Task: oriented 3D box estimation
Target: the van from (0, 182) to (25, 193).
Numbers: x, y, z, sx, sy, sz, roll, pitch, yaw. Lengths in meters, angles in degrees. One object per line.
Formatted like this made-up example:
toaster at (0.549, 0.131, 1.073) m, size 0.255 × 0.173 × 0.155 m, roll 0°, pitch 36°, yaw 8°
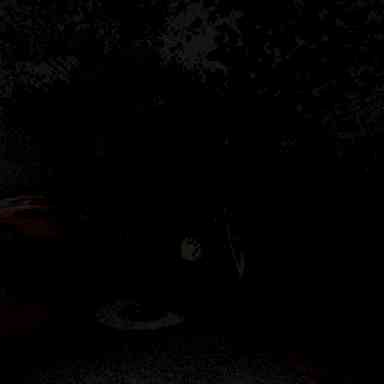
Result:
van at (-34.267, -0.847, 63.247) m, size 4.442 × 1.987 × 1.878 m, roll 1°, pitch 1°, yaw -30°

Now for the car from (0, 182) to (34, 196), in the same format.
car at (-27.435, -0.438, 51.059) m, size 5.566 × 2.045 × 2.435 m, roll 1°, pitch 1°, yaw -30°

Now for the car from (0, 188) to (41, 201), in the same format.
car at (-20.501, 0.284, 39.091) m, size 4.792 × 1.488 × 2.163 m, roll 1°, pitch 1°, yaw -30°

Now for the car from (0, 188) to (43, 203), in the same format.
car at (-19.187, 0.379, 36.804) m, size 4.792 × 1.488 × 2.163 m, roll 1°, pitch 2°, yaw -30°

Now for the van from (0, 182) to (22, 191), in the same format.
van at (-39.783, -1.194, 72.851) m, size 4.442 × 1.987 × 1.878 m, roll 1°, pitch 1°, yaw -30°

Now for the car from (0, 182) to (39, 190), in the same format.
car at (-14.982, 0.426, 29.487) m, size 5.566 × 2.045 × 2.435 m, roll 1°, pitch 2°, yaw -30°

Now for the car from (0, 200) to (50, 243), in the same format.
car at (-6.812, 1.336, 15.182) m, size 5.008 × 1.535 × 2.097 m, roll 1°, pitch 2°, yaw -30°

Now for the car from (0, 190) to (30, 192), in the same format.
car at (-12.420, 0.892, 24.587) m, size 5.366 × 1.575 × 1.946 m, roll 1°, pitch 2°, yaw -30°

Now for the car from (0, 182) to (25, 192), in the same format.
car at (-38.529, -1.135, 70.377) m, size 5.566 × 2.045 × 2.435 m, roll 1°, pitch 1°, yaw -30°

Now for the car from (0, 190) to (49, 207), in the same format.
car at (-16.418, 0.596, 31.866) m, size 4.792 × 1.488 × 2.163 m, roll 1°, pitch 2°, yaw -30°

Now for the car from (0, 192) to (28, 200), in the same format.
car at (-8.155, 1.100, 17.598) m, size 4.553 × 1.767 × 2.185 m, roll 1°, pitch 2°, yaw -30°

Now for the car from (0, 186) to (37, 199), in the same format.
car at (-23.277, 0.073, 43.878) m, size 5.008 × 1.535 × 2.097 m, roll 1°, pitch 1°, yaw -30°

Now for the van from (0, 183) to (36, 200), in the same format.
van at (-21.982, -0.065, 41.403) m, size 4.442 × 1.987 × 1.878 m, roll 1°, pitch 1°, yaw -30°

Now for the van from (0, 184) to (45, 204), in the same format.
van at (-17.724, 0.230, 34.440) m, size 4.442 × 1.987 × 1.878 m, roll 1°, pitch 2°, yaw -30°

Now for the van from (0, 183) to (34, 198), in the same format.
van at (-24.552, -0.238, 46.330) m, size 4.442 × 1.987 × 1.878 m, roll 1°, pitch 1°, yaw -30°
